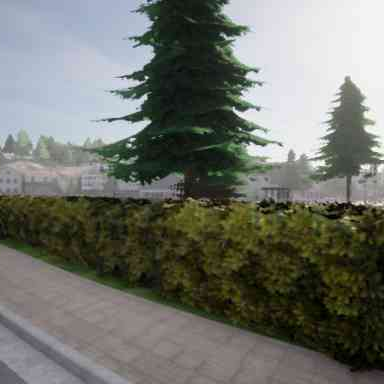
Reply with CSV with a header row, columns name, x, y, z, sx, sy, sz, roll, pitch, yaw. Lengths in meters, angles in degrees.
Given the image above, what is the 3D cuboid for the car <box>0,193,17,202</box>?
name,x,y,z,sx,sy,sz,roll,pitch,yaw
car,-41.138,1.204,72.884,4.605,1.855,1.932,0,0,-44

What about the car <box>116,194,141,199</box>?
name,x,y,z,sx,sy,sz,roll,pitch,yaw
car,-9.997,1.500,54.958,3.806,1.475,1.970,0,0,-44

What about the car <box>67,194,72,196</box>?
name,x,y,z,sx,sy,sz,roll,pitch,yaw
car,-31.026,1.390,87.009,3.806,1.475,1.970,0,0,-44

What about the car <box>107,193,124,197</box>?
name,x,y,z,sx,sy,sz,roll,pitch,yaw
car,-15.261,1.244,71.478,4.605,1.855,1.932,0,0,-44

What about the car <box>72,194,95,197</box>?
name,x,y,z,sx,sy,sz,roll,pitch,yaw
car,-26.372,1.308,82.578,5.027,1.636,2.152,0,0,-44
